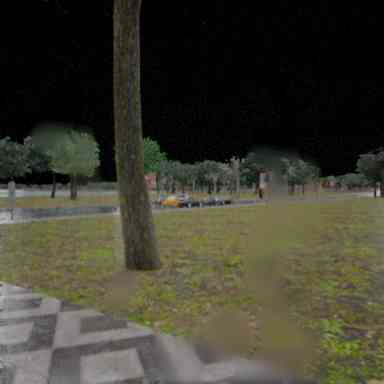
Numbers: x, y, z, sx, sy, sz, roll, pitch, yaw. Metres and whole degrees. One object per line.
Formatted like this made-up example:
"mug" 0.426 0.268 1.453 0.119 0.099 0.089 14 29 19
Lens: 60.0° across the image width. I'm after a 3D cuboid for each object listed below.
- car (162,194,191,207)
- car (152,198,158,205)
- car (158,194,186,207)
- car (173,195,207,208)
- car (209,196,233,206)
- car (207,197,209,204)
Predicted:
"car" -2.682 1.441 58.999 2.150 2.045 5.566 0 0 36
"car" -5.278 1.524 60.954 2.097 1.767 4.553 0 0 36
"car" -2.697 1.596 53.353 1.882 1.535 5.008 0 0 36
"car" -0.227 1.628 51.225 1.837 1.490 4.892 0 0 36
"car" 5.515 1.475 59.232 2.097 1.767 4.553 0 0 36
"car" 3.388 1.666 61.836 2.033 1.411 5.357 0 0 36
